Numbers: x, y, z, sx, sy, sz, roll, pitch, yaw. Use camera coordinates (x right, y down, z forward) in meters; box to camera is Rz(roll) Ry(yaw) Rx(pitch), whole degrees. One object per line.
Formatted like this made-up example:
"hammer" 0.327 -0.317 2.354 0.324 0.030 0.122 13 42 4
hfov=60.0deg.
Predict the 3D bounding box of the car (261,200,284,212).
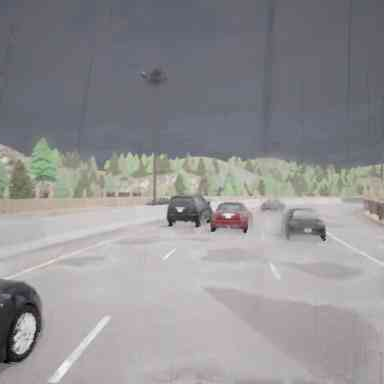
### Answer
"car" 9.718 1.638 39.543 2.033 1.411 5.357 0 0 28

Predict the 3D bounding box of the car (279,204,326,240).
"car" 5.678 1.555 17.180 1.812 1.442 4.674 0 0 12

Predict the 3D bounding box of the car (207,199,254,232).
"car" 2.580 1.403 20.443 2.097 1.767 4.553 0 0 15

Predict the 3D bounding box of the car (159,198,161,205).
"car" -2.301 1.653 46.319 1.994 1.385 4.181 0 0 28

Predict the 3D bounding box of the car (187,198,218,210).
"car" 1.554 1.637 46.228 2.033 1.411 5.357 0 0 29

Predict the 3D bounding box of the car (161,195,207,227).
"car" -0.048 1.248 23.212 2.150 2.045 5.566 0 0 15

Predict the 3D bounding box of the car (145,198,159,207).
"car" -4.956 1.604 48.810 1.837 1.490 4.892 0 0 28

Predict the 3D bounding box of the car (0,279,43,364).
"car" -3.187 1.495 2.996 1.837 1.490 4.892 0 0 2
